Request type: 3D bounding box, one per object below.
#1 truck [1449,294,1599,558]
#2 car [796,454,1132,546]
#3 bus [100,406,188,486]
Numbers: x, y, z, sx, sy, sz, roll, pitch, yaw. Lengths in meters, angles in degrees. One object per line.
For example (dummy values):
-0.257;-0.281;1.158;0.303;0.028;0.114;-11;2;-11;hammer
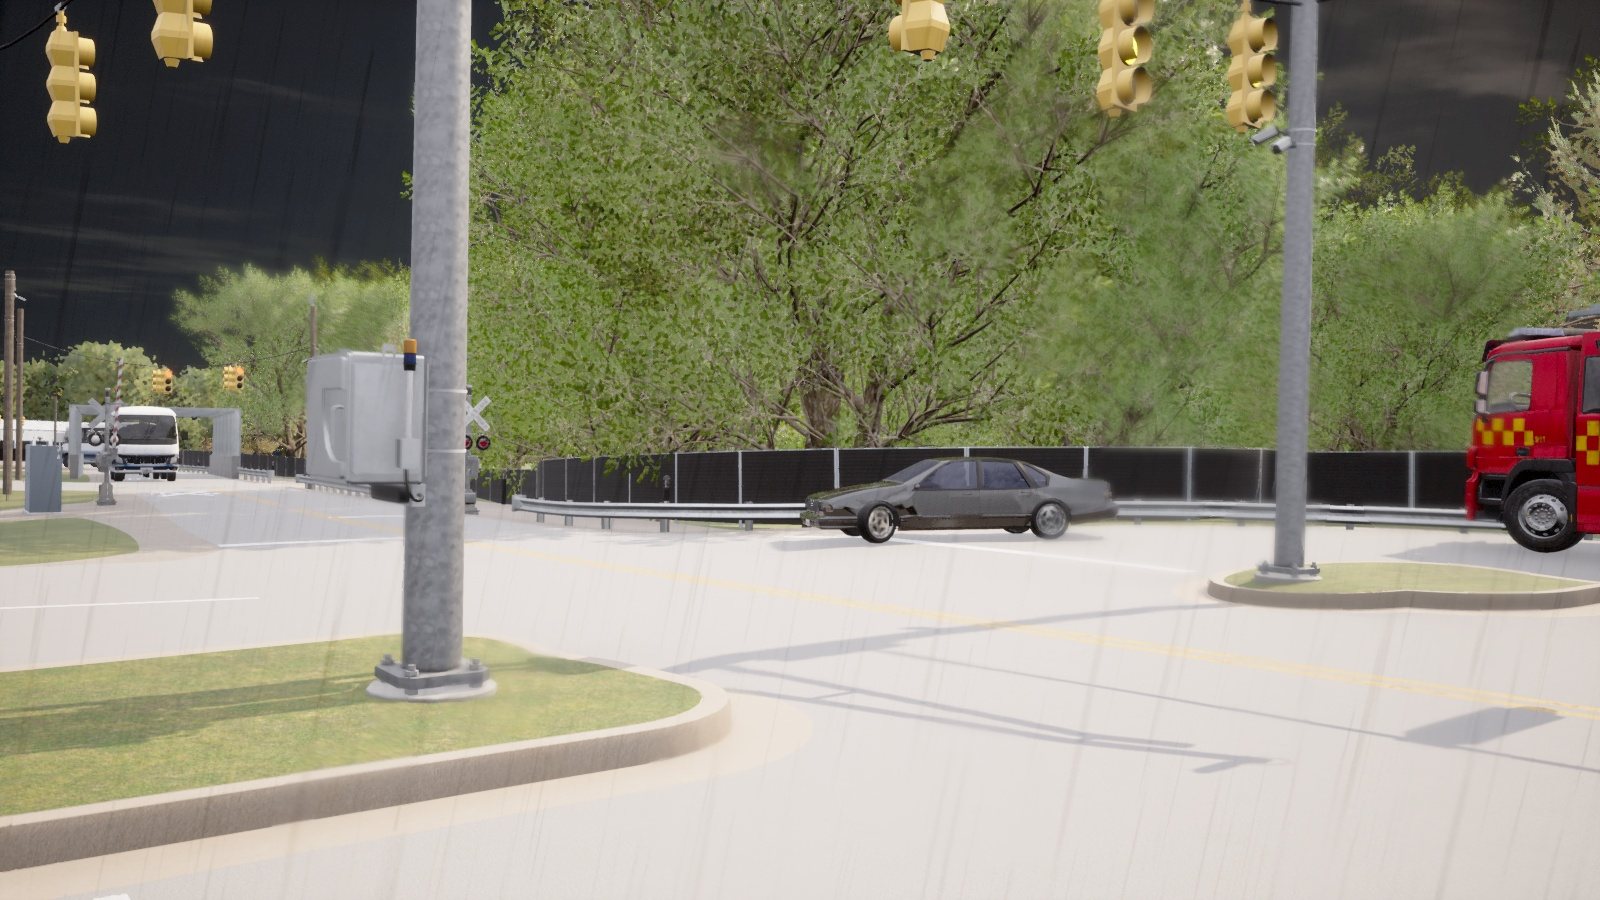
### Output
13.218;-0.340;17.421;2.891;3.827;8.468;0;1;-10;truck
2.765;0.806;21.676;5.357;1.411;2.033;-1;0;-11;car
-38.124;-0.189;72.777;3.944;4.253;10.273;0;0;-31;bus
